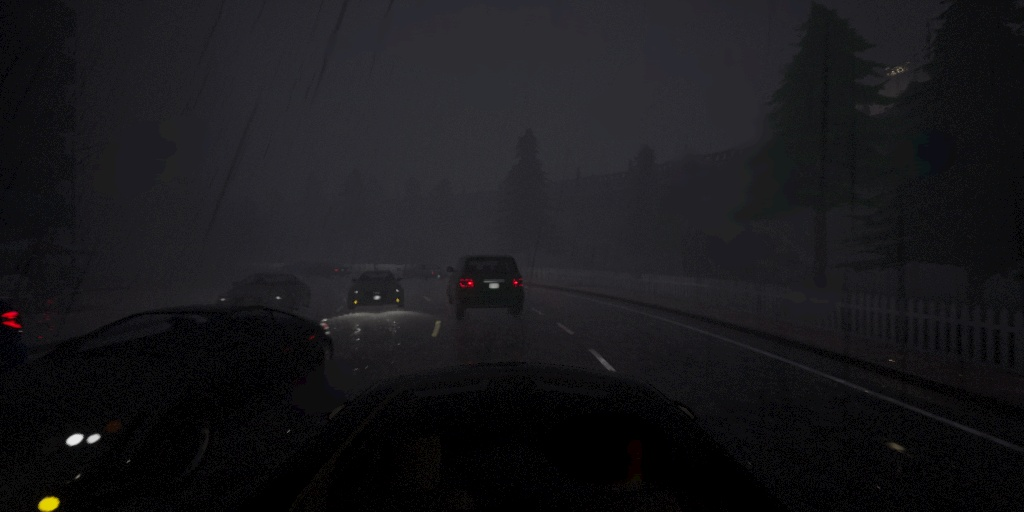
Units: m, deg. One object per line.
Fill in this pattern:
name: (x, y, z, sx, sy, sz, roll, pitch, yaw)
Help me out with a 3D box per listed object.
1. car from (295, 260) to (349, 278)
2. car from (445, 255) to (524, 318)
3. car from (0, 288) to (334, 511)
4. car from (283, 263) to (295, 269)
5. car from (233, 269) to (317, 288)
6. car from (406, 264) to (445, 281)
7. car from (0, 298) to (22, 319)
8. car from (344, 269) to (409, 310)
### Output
car: (-17.428, 1.306, 33.417, 5.357, 1.411, 2.033, 0, 0, 29)
car: (-1.137, 0.973, 13.210, 2.150, 2.045, 5.566, 0, 0, -13)
car: (-3.875, 1.315, 4.283, 1.994, 1.385, 4.181, 0, 0, -3)
car: (-22.505, 1.238, 38.934, 5.008, 1.535, 1.882, 0, 0, 16)
car: (-8.469, 1.318, 12.569, 1.994, 1.385, 4.181, 0, 0, -19)
car: (-7.442, 1.357, 30.393, 4.718, 1.301, 1.895, 0, 0, 45)
car: (-7.173, 0.976, 2.123, 2.150, 2.045, 5.566, 0, 0, -1)
car: (-5.558, 1.317, 14.815, 1.994, 1.385, 4.181, 0, 0, -20)
